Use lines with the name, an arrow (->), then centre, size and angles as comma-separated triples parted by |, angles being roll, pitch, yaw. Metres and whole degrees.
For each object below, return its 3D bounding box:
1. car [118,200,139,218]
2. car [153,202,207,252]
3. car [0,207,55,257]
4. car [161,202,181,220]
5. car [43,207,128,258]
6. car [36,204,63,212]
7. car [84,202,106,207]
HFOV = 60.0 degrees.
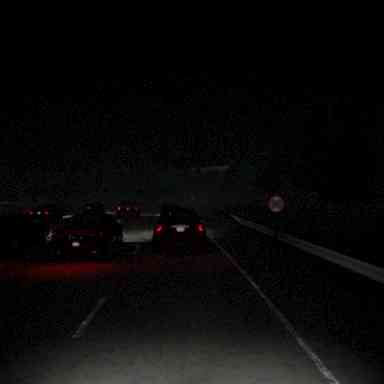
car -> -6.336, 1.611, 33.139 | 2.097, 1.767, 4.553 | 0, 0, -9
car -> -0.593, 1.466, 14.709 | 2.097, 1.767, 4.553 | 0, 0, -4
car -> -7.506, 1.588, 13.460 | 1.882, 1.535, 5.008 | 0, 0, -4
car -> -2.099, 1.755, 32.447 | 1.837, 1.490, 4.892 | 0, 0, -4
car -> -3.996, 1.584, 13.423 | 1.882, 1.535, 5.008 | 0, 0, -4
car -> -12.781, 1.784, 29.424 | 2.033, 1.411, 5.357 | 0, 0, -9
car -> -10.095, 1.764, 34.448 | 2.128, 1.511, 4.902 | 0, 0, -10
